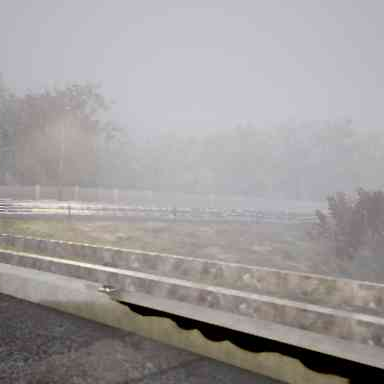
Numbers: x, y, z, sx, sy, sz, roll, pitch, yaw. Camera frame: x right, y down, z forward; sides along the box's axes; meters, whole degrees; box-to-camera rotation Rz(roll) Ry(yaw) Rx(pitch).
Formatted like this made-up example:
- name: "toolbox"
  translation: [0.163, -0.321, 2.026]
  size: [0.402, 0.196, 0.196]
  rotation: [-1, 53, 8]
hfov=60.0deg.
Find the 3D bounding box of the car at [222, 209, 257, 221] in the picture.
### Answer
- name: "car"
  translation: [6.102, 2.871, 42.490]
  size: [4.902, 1.511, 2.128]
  rotation: [4, -1, -24]
